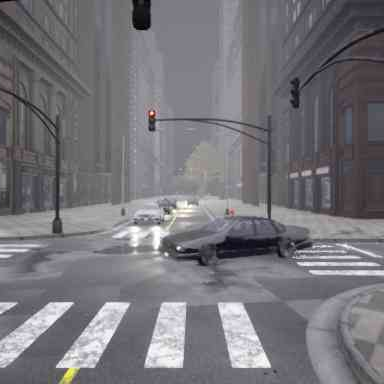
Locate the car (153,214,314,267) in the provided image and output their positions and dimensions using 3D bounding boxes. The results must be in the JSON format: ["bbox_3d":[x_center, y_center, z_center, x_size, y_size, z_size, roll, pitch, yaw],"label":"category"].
[{"bbox_3d":[1.621,1.552,11.407,5.357,1.411,2.033,0,0,-24],"label":"car"}]

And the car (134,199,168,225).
[{"bbox_3d":[-3.075,1.525,24.504,1.812,1.442,4.674,0,0,0],"label":"car"}]

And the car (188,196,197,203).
[{"bbox_3d":[0.169,1.568,69.769,1.812,1.442,4.674,0,0,0],"label":"car"}]

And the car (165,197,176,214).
[{"bbox_3d":[-3.067,1.550,34.914,2.033,1.411,5.357,0,0,0],"label":"car"}]

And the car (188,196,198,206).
[{"bbox_3d":[0.145,1.573,56.029,2.033,1.411,5.357,0,0,0],"label":"car"}]
